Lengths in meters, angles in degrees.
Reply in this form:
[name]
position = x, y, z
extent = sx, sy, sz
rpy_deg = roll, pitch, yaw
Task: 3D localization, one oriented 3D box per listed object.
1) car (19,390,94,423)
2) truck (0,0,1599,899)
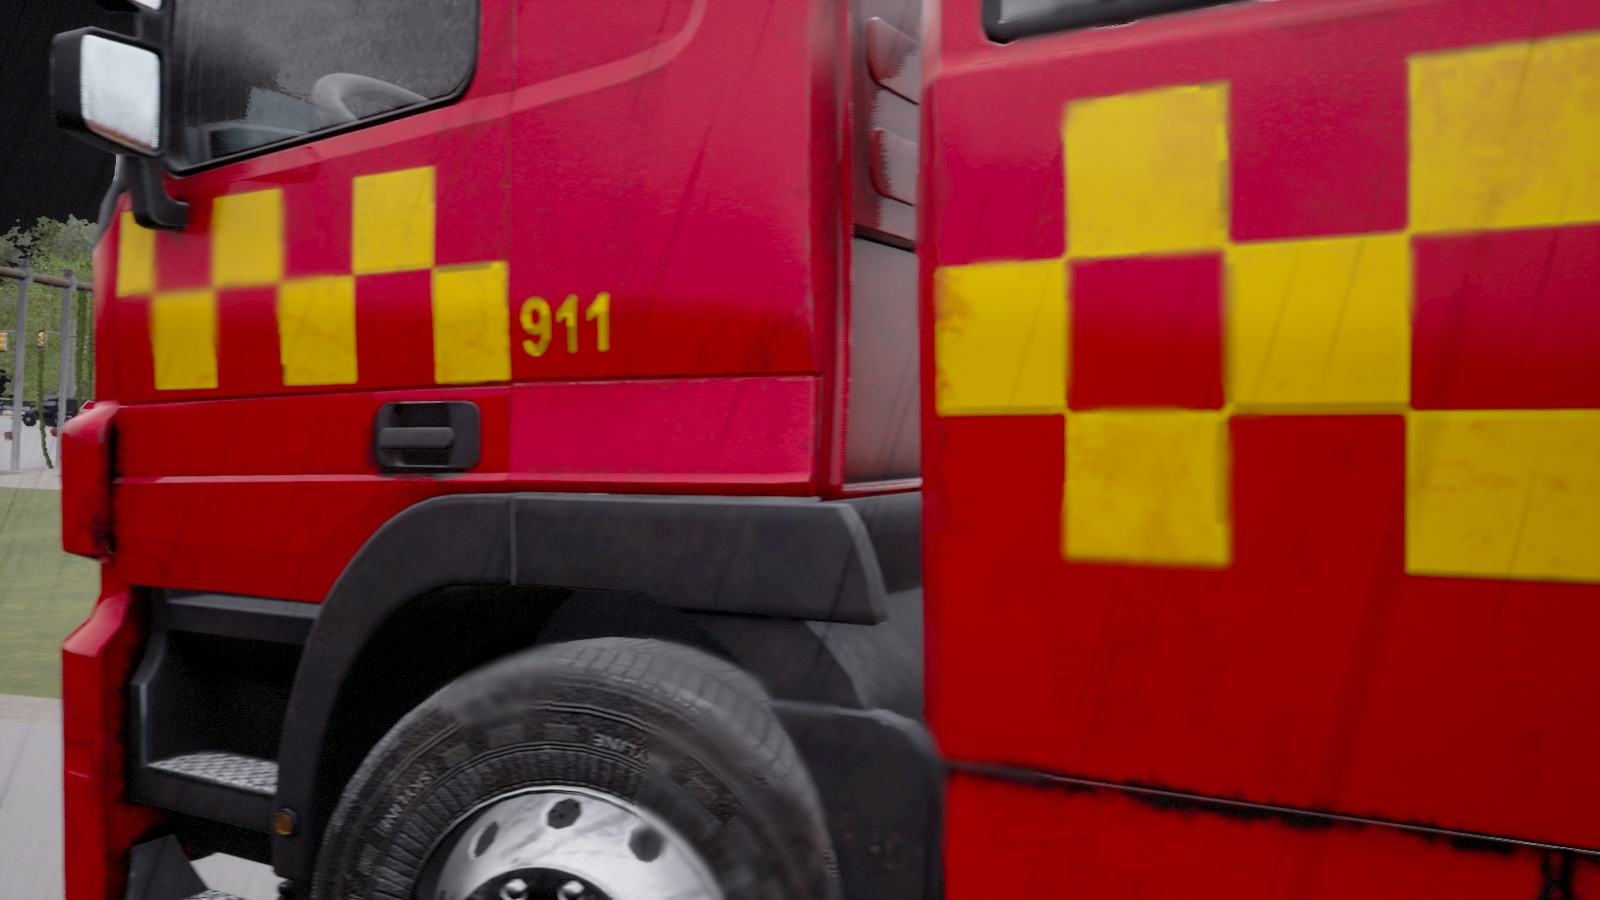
[car]
position = -47.143, -2.734, 79.658
extent = 3.866, 1.878, 1.905
rpy_deg = 3, 2, 17
[truck]
position = 2.274, -0.358, 2.334
extent = 8.468, 3.827, 2.891
rpy_deg = 1, 1, 30
